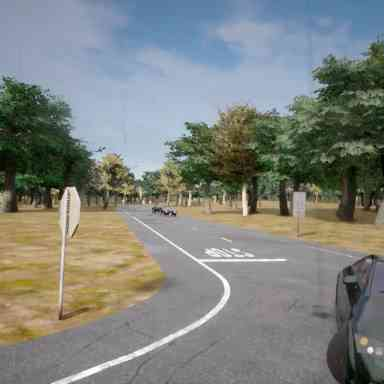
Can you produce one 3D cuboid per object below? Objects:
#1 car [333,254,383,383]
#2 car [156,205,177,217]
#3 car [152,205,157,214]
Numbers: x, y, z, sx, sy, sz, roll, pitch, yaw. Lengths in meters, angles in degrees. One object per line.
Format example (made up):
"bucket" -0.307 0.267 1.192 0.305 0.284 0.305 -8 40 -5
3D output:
"car" 3.130 1.643 4.656 1.994 1.385 4.181 1 -1 22
"car" -3.489 2.851 48.054 1.895 1.301 4.718 3 -2 -13
"car" -5.751 2.962 56.899 1.882 1.535 5.008 3 -2 -14
